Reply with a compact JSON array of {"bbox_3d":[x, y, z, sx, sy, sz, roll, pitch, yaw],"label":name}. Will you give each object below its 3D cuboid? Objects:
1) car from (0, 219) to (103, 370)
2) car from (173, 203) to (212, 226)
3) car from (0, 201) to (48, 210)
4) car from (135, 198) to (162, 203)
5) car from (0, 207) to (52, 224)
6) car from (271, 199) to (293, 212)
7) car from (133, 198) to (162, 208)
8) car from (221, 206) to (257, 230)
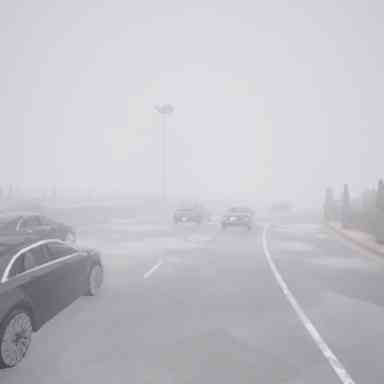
[{"bbox_3d":[-3.049,1.483,5.721,2.128,1.511,4.902,0,0,4],"label":"car"},{"bbox_3d":[0.128,1.518,23.557,2.128,1.511,4.902,0,0,15],"label":"car"},{"bbox_3d":[-13.700,1.455,26.719,2.128,1.511,4.902,0,0,16],"label":"car"},{"bbox_3d":[-5.242,1.511,40.097,2.128,1.511,4.902,0,0,24],"label":"car"},{"bbox_3d":[-5.907,1.489,11.708,1.837,1.490,4.892,0,0,8],"label":"car"},{"bbox_3d":[11.107,1.624,41.045,1.812,1.442,4.674,0,0,29],"label":"car"},{"bbox_3d":[-6.931,1.691,52.268,1.895,1.301,4.718,0,0,30],"label":"car"},{"bbox_3d":[3.104,1.586,21.428,2.033,1.411,5.357,0,0,15],"label":"car"}]
